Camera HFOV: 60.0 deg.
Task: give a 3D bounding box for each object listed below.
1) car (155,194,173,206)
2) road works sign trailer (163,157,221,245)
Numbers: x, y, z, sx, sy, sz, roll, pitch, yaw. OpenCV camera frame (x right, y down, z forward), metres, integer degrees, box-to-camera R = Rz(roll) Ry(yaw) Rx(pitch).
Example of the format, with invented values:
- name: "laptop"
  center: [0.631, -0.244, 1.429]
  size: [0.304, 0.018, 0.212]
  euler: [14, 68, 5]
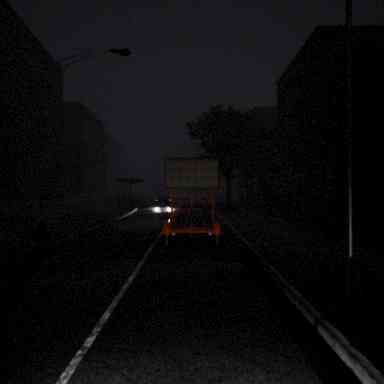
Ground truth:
- name: "car"
  center: [-3.261, 0.976, 39.426]
  size: [1.895, 1.301, 4.718]
  euler: [0, 1, 0]
- name: "road works sign trailer"
  center: [0.000, 0.274, 14.475]
  size: [2.380, 3.560, 2.880]
  euler: [0, 1, 0]
